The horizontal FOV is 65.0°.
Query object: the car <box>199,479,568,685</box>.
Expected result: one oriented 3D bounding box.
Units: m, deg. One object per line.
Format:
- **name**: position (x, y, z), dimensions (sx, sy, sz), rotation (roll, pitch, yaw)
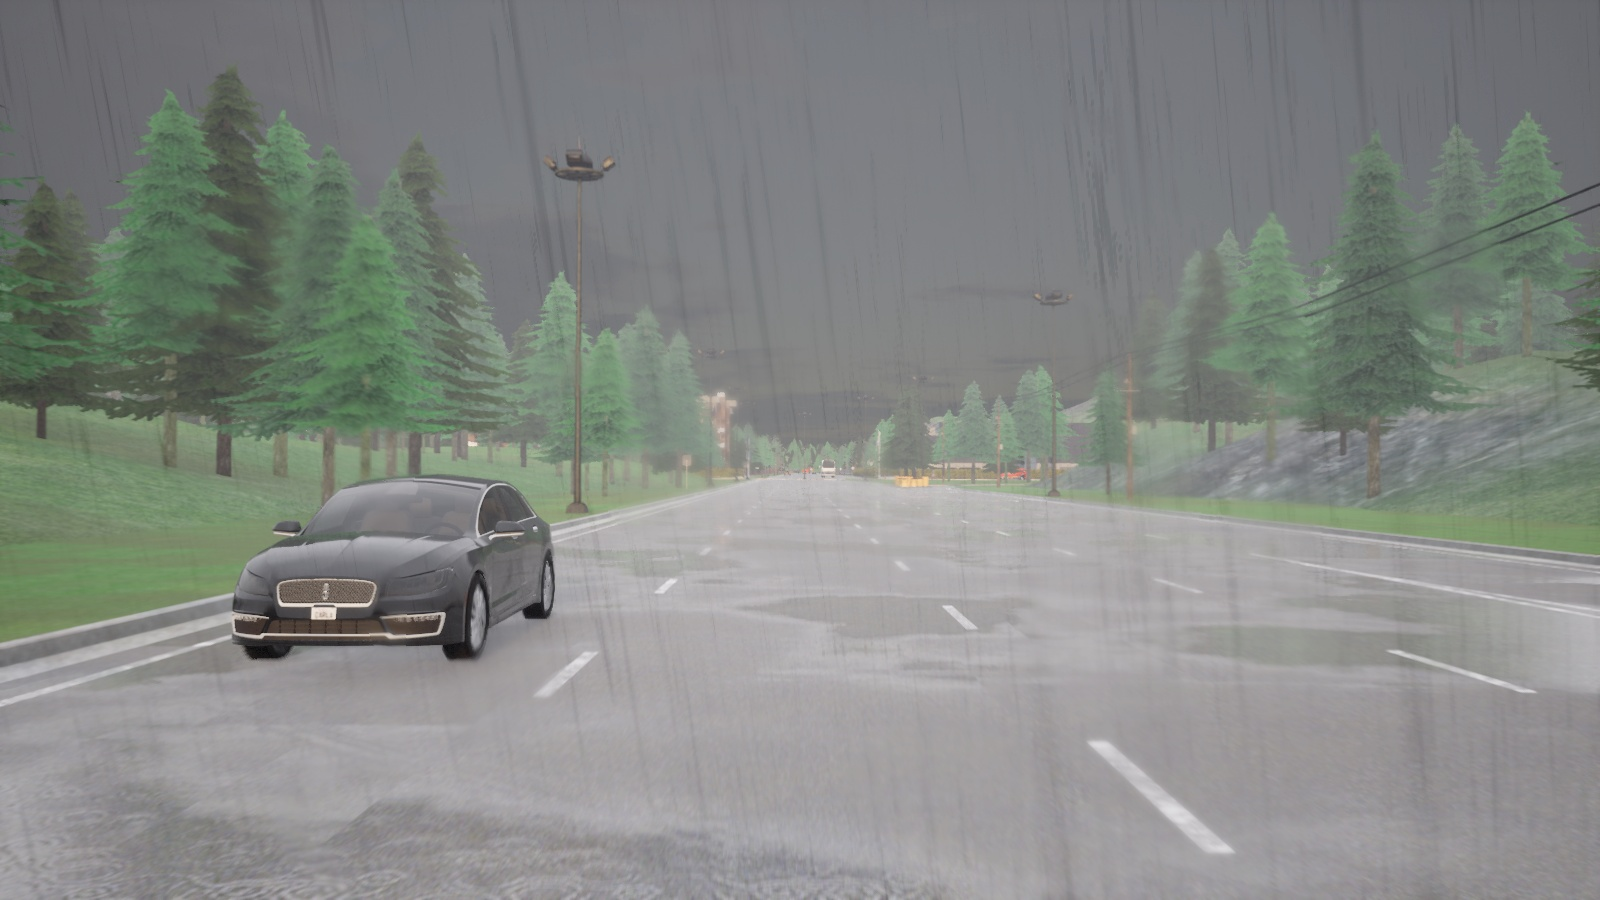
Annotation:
- **car**: position (-3.528, 1.030, 11.733), dimensions (1.837, 1.490, 4.892), rotation (0, -1, 0)
